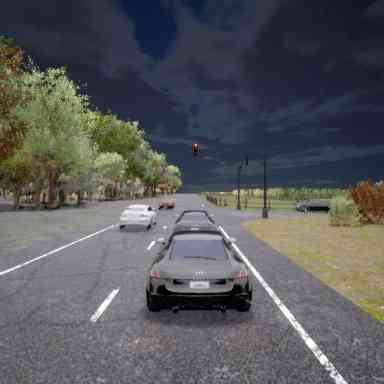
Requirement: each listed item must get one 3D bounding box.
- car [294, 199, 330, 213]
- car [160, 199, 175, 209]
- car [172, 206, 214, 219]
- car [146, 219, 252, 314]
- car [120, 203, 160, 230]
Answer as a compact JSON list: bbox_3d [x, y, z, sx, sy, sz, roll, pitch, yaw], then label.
[{"bbox_3d":[14.193,1.566,38.473,4.553,1.767,2.097,1,-1,3],"label":"car"},{"bbox_3d":[-3.309,1.607,44.359,1.895,1.301,4.718,0,0,0],"label":"car"},{"bbox_3d":[0.132,1.568,16.119,1.994,1.385,4.181,0,0,0],"label":"car"},{"bbox_3d":[0.118,1.566,7.719,1.994,1.385,4.181,0,0,0],"label":"car"},{"bbox_3d":[-3.354,1.531,21.257,1.812,1.442,4.674,0,0,0],"label":"car"}]
